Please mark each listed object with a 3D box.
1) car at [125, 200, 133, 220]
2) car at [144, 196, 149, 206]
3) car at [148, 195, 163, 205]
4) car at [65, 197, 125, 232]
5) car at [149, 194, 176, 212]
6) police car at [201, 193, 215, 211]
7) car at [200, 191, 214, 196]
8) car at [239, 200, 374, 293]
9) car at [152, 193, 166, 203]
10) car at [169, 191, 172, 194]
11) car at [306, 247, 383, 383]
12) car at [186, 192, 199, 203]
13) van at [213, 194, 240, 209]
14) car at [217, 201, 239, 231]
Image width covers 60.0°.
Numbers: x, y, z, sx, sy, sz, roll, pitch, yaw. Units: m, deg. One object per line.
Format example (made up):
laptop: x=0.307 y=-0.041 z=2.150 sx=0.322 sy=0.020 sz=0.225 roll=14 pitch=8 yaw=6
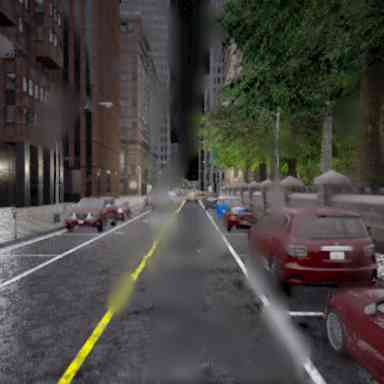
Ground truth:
car: x=-5.762 y=1.309 z=25.277 sx=1.967 sy=1.590 sz=4.097 roll=0 pitch=0 yaw=0
car: x=-5.762 y=1.256 z=47.375 sx=2.008 sy=1.369 sz=4.403 roll=0 pitch=0 yaw=0
car: x=-5.761 y=1.188 z=52.729 sx=1.752 sy=1.417 sz=4.829 roll=0 pitch=0 yaw=0
car: x=-5.763 y=1.221 z=19.754 sx=2.192 sy=1.841 sz=5.009 roll=0 pitch=0 yaw=0
car: x=-3.089 y=1.273 z=35.410 sx=1.882 sy=1.535 sz=5.008 roll=0 pitch=0 yaw=0
police car: x=2.366 y=1.204 z=37.718 sx=1.930 sy=1.638 sz=5.238 roll=0 pitch=0 yaw=0
car: x=2.765 y=0.977 z=52.908 sx=2.192 sy=1.841 sz=5.009 roll=0 pitch=0 yaw=0
car: x=2.761 y=1.281 z=8.713 sx=2.192 sy=1.841 sz=5.009 roll=0 pitch=0 yaw=0
car: x=-5.761 y=1.055 z=58.423 sx=1.967 sy=1.590 sz=4.097 roll=0 pitch=0 yaw=0
car: x=-5.761 y=1.084 z=69.471 sx=1.947 sy=1.339 sz=4.313 roll=0 pitch=1 yaw=0
car: x=2.761 y=1.571 z=3.189 sx=1.802 sy=1.307 sz=4.206 roll=0 pitch=0 yaw=0
car: x=0.018 y=1.179 z=58.517 sx=1.994 sy=1.385 sz=4.181 roll=0 pitch=0 yaw=1
van: x=2.764 y=1.211 z=25.287 sx=1.690 sy=1.788 sz=3.998 roll=0 pitch=0 yaw=0
car: x=2.763 y=1.452 z=19.765 sx=1.887 sy=1.381 sz=4.507 roll=0 pitch=0 yaw=0
